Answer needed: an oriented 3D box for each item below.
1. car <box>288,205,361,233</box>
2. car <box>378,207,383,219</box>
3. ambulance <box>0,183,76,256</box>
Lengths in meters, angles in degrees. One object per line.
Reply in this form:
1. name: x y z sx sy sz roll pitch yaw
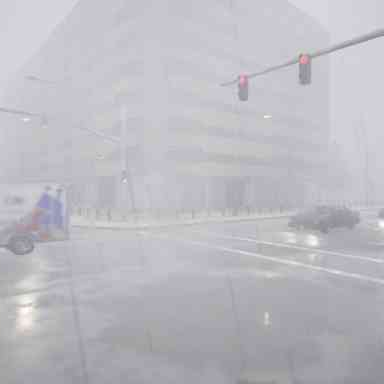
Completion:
1. car: 7.815 1.462 19.240 5.357 1.411 2.033 0 1 -40
2. car: 16.582 1.453 26.515 4.181 1.385 1.994 0 1 -40
3. ambulance: -7.372 0.908 11.041 6.366 2.431 2.351 0 1 -40
